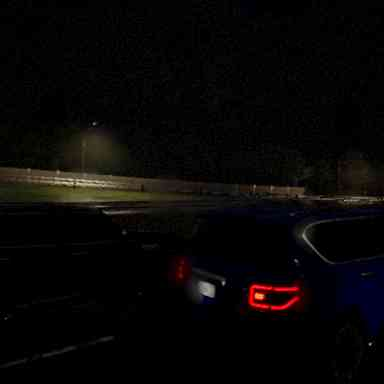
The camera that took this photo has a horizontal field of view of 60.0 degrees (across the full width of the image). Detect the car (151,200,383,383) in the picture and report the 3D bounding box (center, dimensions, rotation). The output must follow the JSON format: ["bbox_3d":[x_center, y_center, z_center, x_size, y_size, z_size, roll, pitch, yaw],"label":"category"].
[{"bbox_3d":[2.353,1.221,5.425,5.566,2.045,2.150,0,0,-35],"label":"car"}]

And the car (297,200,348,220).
[{"bbox_3d":[11.585,1.516,29.451,4.892,1.490,1.837,0,0,-35],"label":"car"}]

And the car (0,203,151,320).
[{"bbox_3d":[-2.500,1.222,6.262,5.566,2.045,2.150,0,0,-35],"label":"car"}]
